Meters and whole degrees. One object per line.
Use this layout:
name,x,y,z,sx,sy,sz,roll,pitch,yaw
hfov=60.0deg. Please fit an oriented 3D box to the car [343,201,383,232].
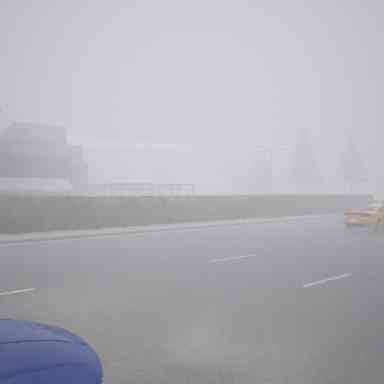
car,11.270,1.477,20.387,5.008,1.535,1.882,0,0,-36

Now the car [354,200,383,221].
car,16.089,1.491,28.244,4.902,1.511,2.128,0,0,-37

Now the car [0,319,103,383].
car,-2.941,1.477,1.649,5.008,1.535,1.882,0,0,-35
